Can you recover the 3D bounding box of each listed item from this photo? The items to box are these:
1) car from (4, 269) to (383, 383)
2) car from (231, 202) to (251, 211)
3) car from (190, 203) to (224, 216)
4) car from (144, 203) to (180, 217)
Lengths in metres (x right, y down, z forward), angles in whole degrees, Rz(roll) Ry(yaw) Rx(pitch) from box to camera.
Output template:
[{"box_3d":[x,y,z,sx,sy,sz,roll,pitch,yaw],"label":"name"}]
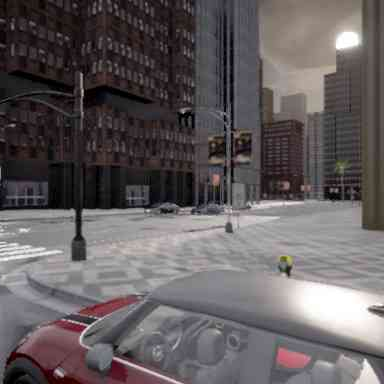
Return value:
[{"box_3d":[0.152,1.442,2.853,4.097,1.590,1.967,0,0,35],"label":"car"},{"box_3d":[7.986,2.348,54.195,1.994,1.385,4.181,0,-1,35],"label":"car"},{"box_3d":[1.935,2.088,40.131,2.033,1.411,5.357,0,-1,35],"label":"car"},{"box_3d":[-3.393,1.964,38.220,2.128,1.511,4.902,0,-1,35],"label":"car"}]
